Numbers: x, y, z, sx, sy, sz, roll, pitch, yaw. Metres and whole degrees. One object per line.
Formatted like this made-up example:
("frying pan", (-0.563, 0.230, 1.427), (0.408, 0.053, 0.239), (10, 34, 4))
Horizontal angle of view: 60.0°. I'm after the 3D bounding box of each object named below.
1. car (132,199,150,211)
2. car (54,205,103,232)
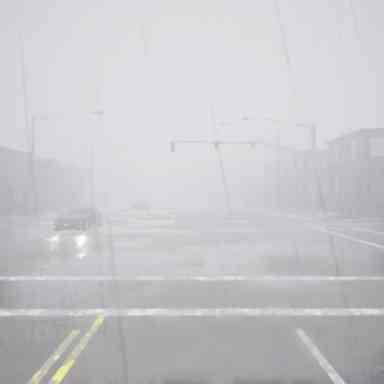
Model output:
("car", (-7.052, 1.715, 46.021), (1.882, 1.535, 5.008), (0, 0, 0))
("car", (-7.023, 1.632, 20.953), (1.837, 1.490, 4.892), (0, 0, 0))
